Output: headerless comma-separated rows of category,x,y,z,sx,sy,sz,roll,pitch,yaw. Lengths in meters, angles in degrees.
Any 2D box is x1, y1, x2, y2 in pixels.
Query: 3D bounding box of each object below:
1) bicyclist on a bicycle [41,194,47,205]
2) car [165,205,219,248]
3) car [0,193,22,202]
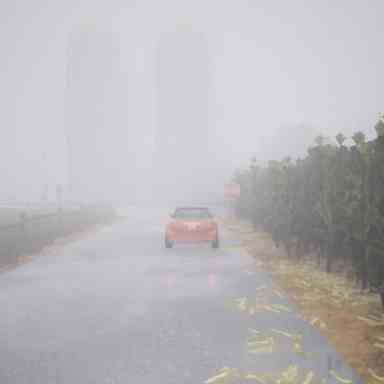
bicyclist on a bicycle,-18.173,1.081,40.861,0.582,1.620,1.656,0,1,0
car,0.000,1.325,14.615,2.097,1.767,4.553,0,0,0
car,-36.963,1.088,65.797,4.611,1.667,2.242,0,0,0
